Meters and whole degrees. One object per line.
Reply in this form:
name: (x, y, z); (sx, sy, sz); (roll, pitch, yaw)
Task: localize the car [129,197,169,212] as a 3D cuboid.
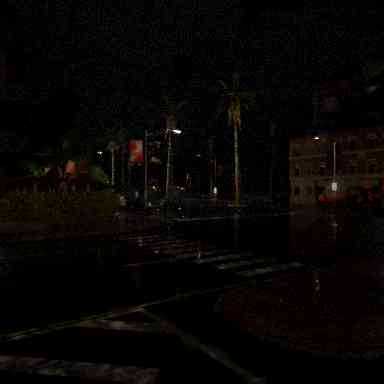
car: (-5.005, 1.352, 37.913); (2.097, 1.767, 4.553); (0, 0, -35)

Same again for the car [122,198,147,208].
car: (-8.530, 1.601, 48.996); (1.895, 1.301, 4.718); (0, 0, -35)

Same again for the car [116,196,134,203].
car: (-13.895, 1.522, 68.658); (1.812, 1.442, 4.674); (0, 0, -39)

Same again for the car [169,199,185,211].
car: (-2.968, 1.547, 41.102); (2.033, 1.411, 5.357); (0, 0, -35)
